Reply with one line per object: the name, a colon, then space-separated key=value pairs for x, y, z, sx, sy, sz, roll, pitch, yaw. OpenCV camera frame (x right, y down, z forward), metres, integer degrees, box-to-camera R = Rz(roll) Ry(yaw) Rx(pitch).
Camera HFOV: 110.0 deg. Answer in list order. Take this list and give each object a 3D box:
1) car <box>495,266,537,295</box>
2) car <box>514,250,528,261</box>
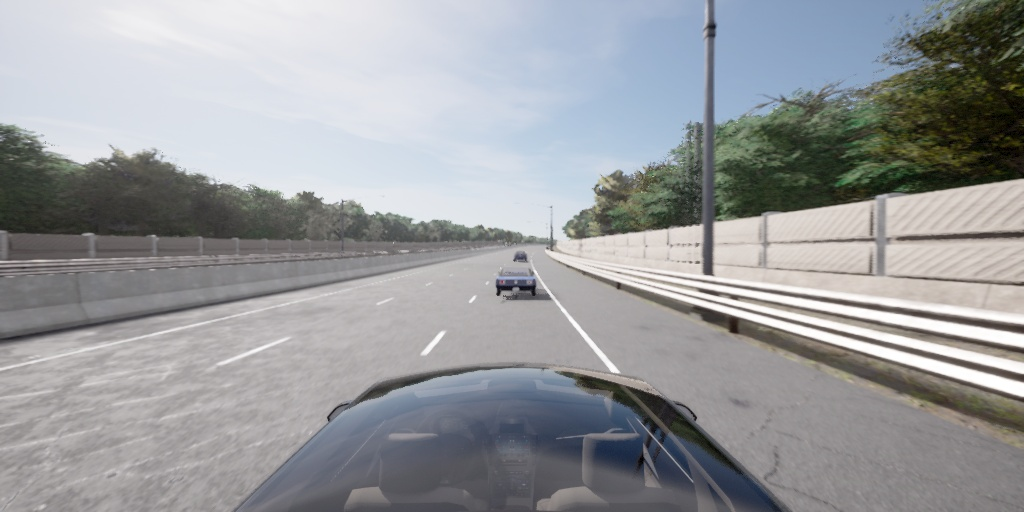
car: x=0.210 y=1.158 z=18.107 sx=1.895 sy=1.301 sz=4.718 roll=0 pitch=1 yaw=1
car: x=1.402 y=-0.107 z=57.028 sx=2.097 sy=1.767 sz=4.553 roll=0 pitch=2 yaw=3
